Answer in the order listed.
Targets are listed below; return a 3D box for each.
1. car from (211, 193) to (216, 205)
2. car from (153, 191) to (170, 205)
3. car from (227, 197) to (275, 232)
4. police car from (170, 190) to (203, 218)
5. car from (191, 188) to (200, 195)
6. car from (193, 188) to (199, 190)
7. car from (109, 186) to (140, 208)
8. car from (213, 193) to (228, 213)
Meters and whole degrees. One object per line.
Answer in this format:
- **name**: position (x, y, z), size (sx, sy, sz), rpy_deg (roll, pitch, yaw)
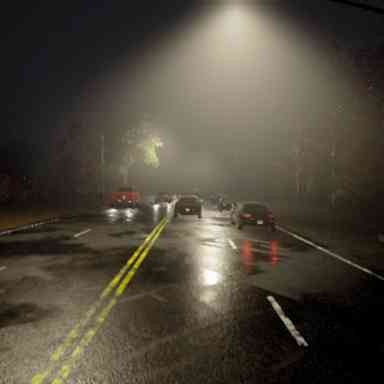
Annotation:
- **car**: position (3.286, 0.800, 39.843), size (1.994, 1.385, 4.181), rpy_deg (1, 1, 1)
- **car**: position (-3.306, 0.651, 39.047), size (1.812, 1.442, 4.674), rpy_deg (1, 1, 1)
- **car**: position (3.200, 1.222, 17.912), size (1.812, 1.442, 4.674), rpy_deg (1, 1, 0)
- **police car**: position (-0.238, 0.926, 24.693), size (1.930, 1.638, 5.238), rpy_deg (1, 1, 1)
- **car**: position (0.825, -0.117, 76.549), size (2.033, 1.411, 5.357), rpy_deg (1, 1, 2)
- **car**: position (0.473, 0.287, 61.074), size (1.895, 1.301, 4.718), rpy_deg (0, 2, 1)
- **car**: position (-6.602, 0.404, 33.179), size (2.150, 2.045, 5.566), rpy_deg (1, 1, 0)
- **car**: position (3.206, 1.069, 28.909), size (1.895, 1.301, 4.718), rpy_deg (1, 1, 0)
